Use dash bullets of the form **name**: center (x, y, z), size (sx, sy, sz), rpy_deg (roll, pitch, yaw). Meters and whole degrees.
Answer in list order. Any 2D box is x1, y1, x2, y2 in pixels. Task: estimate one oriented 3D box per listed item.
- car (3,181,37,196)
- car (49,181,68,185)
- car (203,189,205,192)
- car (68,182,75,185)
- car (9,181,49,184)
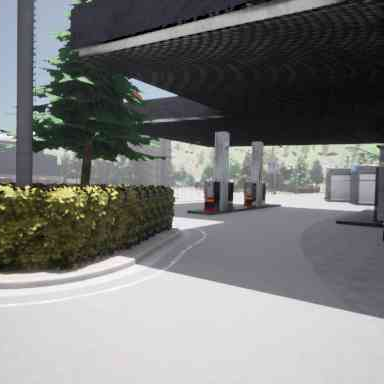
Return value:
- **car**: center (-21.902, -0.472, 42.394), size (4.605, 1.855, 1.932), rpy_deg (2, 2, 35)
- **car**: center (-26.976, -1.264, 65.408), size (3.866, 1.878, 1.905), rpy_deg (2, 2, 35)
- **car**: center (4.686, -0.310, 65.637), size (5.027, 1.636, 2.152), rpy_deg (2, 2, 35)
- **car**: center (-25.645, -1.289, 68.024), size (4.605, 1.855, 1.932), rpy_deg (2, 2, 35)
- **car**: center (-17.351, -0.184, 35.189), size (3.866, 1.878, 1.905), rpy_deg (2, 2, 35)
